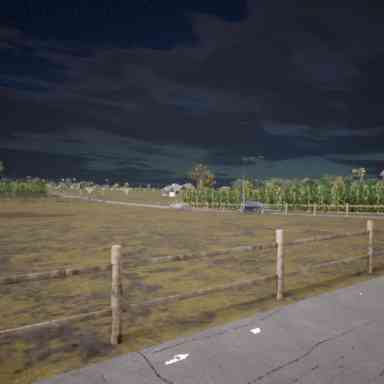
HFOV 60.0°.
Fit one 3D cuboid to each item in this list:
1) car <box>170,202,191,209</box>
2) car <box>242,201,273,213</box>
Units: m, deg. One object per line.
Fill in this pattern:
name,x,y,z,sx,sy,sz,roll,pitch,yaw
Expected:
car,-2.122,2.531,61.766,1.895,1.301,4.718,3,-2,-36
car,9.012,2.009,46.064,2.097,1.767,4.553,3,-3,-35
